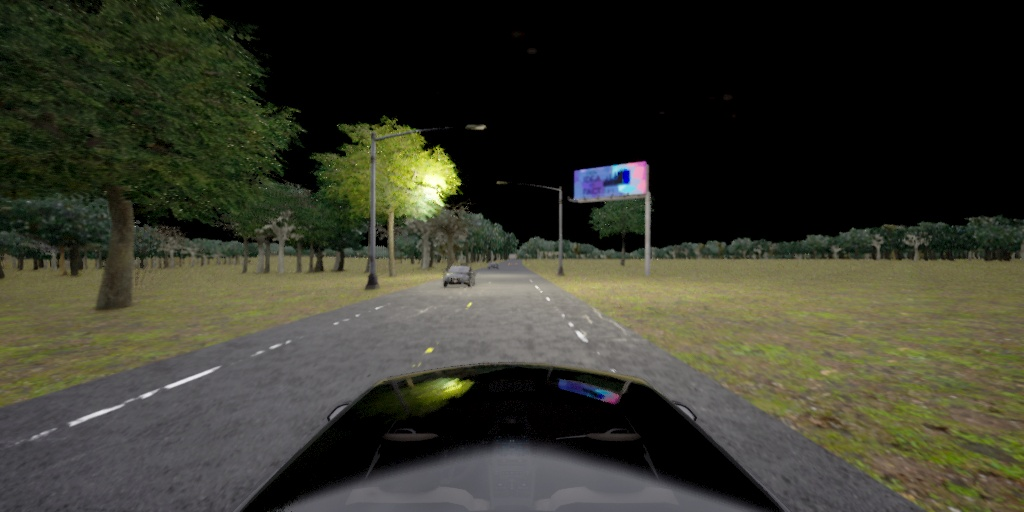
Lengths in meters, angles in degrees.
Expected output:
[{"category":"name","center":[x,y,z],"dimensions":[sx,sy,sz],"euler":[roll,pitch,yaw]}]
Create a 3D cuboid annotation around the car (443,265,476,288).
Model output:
[{"category":"car","center":[-3.645,1.387,25.396],"dimensions":[1.837,1.490,4.892],"euler":[0,0,0]}]
